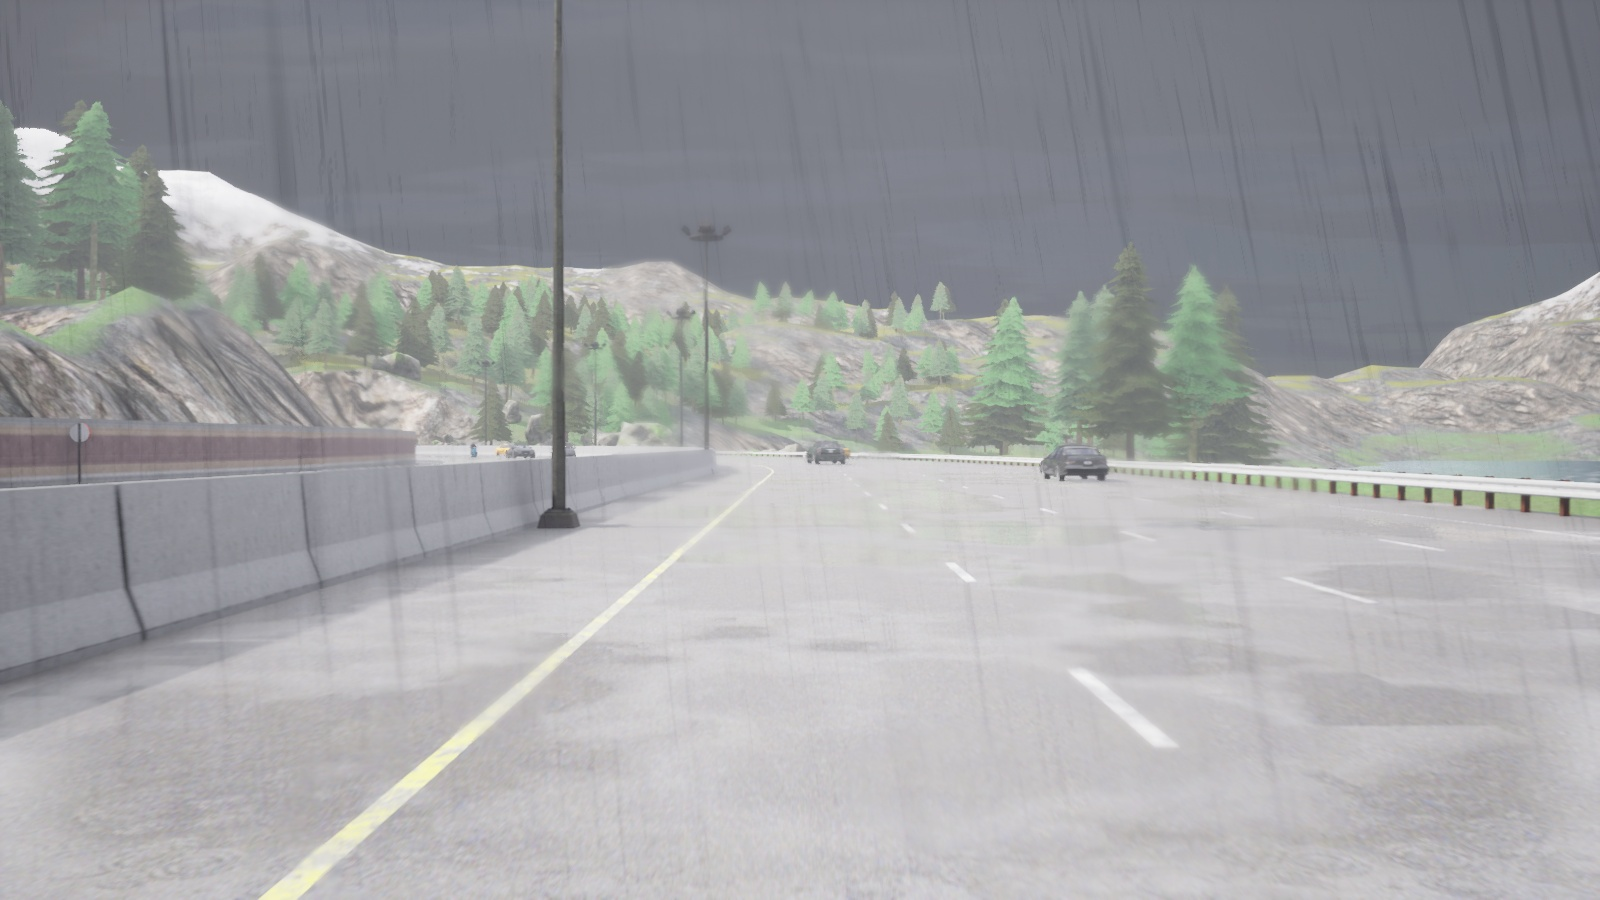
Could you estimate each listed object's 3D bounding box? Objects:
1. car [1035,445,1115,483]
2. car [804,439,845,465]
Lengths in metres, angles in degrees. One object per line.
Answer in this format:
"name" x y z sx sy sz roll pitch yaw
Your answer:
"car" 10.802 0.522 49.721 2.033 1.411 5.357 0 0 0
"car" 1.695 0.112 87.755 2.097 1.767 4.553 0 0 -9
